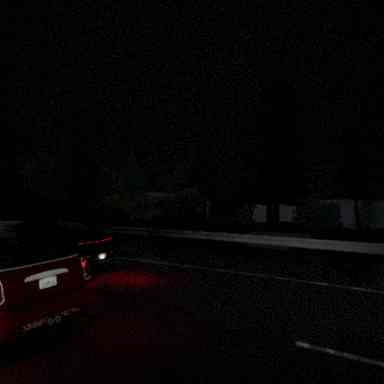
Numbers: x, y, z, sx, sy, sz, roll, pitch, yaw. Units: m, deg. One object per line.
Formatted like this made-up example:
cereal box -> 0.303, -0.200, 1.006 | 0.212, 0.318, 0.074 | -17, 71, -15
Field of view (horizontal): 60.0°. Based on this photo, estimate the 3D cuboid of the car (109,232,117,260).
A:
car -> -4.607, 1.567, 10.472 | 4.892, 1.490, 1.837 | -1, 0, 29

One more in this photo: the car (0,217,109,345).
car -> -3.998, 1.401, 6.093 | 4.553, 1.767, 2.097 | -1, 0, 31
